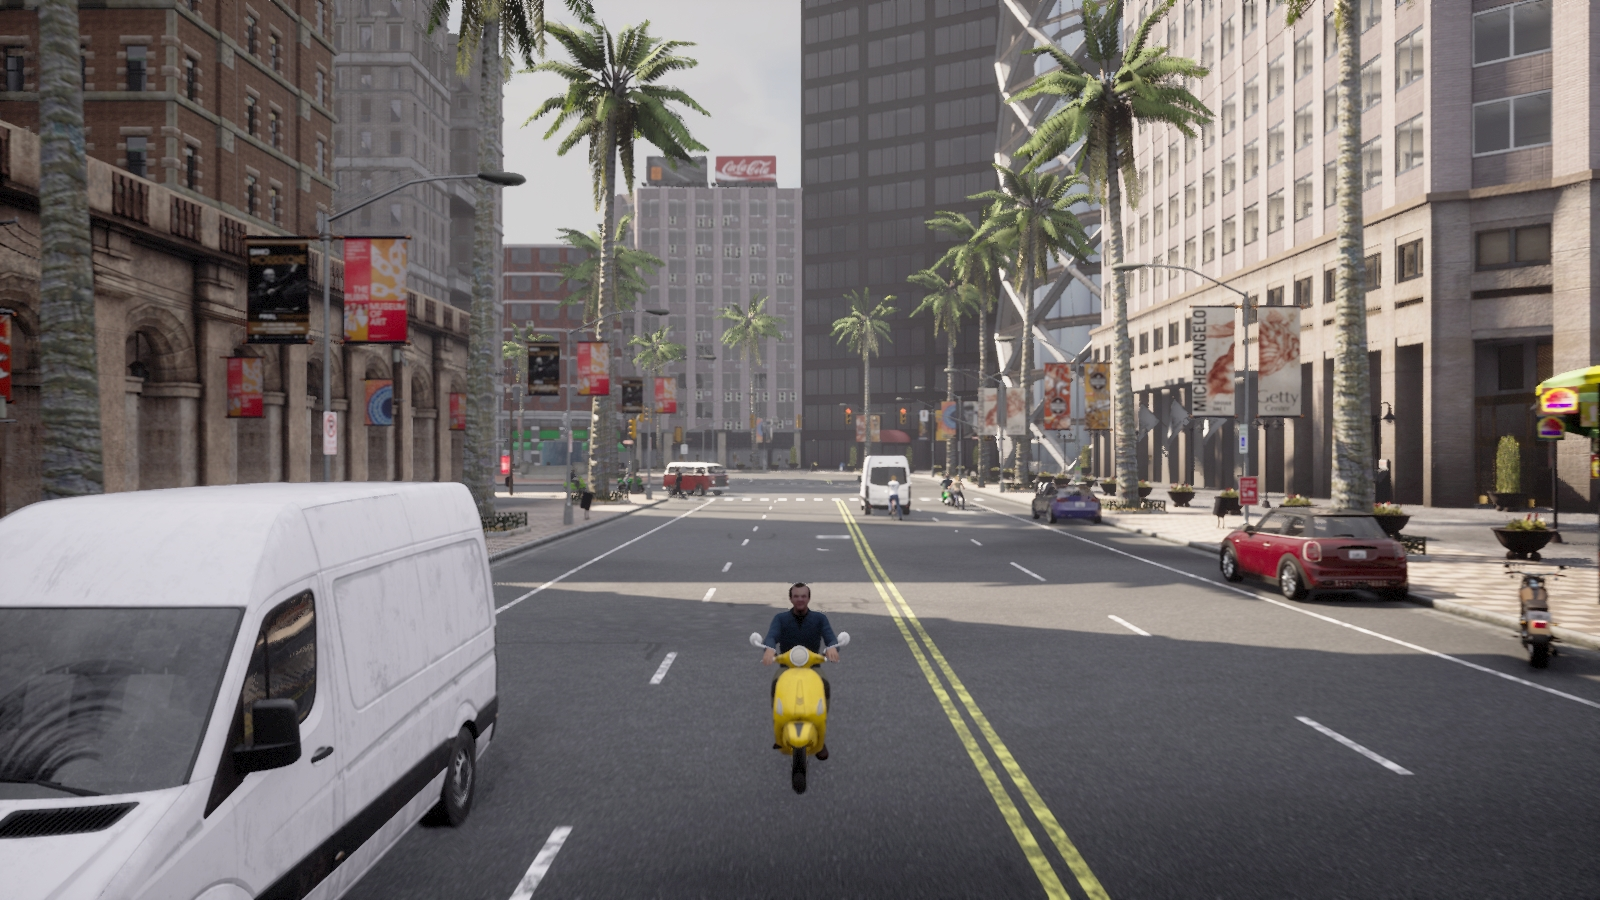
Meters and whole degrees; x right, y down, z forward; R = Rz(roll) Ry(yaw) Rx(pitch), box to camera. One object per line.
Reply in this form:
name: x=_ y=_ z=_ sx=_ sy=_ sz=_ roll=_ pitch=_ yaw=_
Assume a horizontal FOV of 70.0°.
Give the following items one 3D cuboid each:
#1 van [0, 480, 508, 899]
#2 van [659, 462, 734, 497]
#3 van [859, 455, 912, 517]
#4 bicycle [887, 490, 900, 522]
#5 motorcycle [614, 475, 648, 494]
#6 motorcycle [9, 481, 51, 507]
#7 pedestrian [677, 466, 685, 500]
van: x=-3.504 y=1.534 z=6.858 sx=1.988 sy=2.561 sz=5.915 roll=0 pitch=0 yaw=0
van: x=-6.405 y=1.784 z=70.258 sx=4.480 sy=2.038 sz=2.069 roll=0 pitch=0 yaw=41
van: x=3.781 y=1.535 z=51.263 sx=1.988 sy=2.561 sz=5.915 roll=0 pitch=0 yaw=1
bicycle: x=3.716 y=2.206 z=45.439 sx=0.373 sy=1.196 sz=1.643 roll=0 pitch=0 yaw=1
motorcycle: x=-10.880 y=2.213 z=73.661 sx=2.033 sy=1.145 sz=0.803 roll=0 pitch=0 yaw=23
motorcycle: x=-38.398 y=2.182 z=56.993 sx=0.856 sy=1.236 sz=1.805 roll=0 pitch=0 yaw=1
pedestrian: x=-6.699 y=1.848 z=64.306 sx=0.375 sy=1.860 sz=0.375 roll=0 pitch=0 yaw=7
